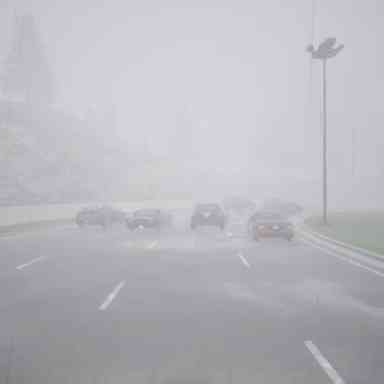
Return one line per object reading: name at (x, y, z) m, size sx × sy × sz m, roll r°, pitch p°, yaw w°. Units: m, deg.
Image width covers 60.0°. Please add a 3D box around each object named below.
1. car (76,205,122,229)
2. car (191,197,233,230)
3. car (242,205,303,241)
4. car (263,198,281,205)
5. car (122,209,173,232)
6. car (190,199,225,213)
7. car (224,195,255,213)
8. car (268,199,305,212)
car at (-5.977, 1.594, 22.474) m, size 2.128 × 1.511 × 4.902 m, roll 0°, pitch 0°, yaw 10°
car at (1.326, 1.453, 22.212) m, size 2.097 × 1.767 × 4.553 m, roll 0°, pitch 0°, yaw 11°
car at (3.912, 1.626, 17.122) m, size 2.033 × 1.411 × 5.357 m, roll 0°, pitch 0°, yaw 5°
car at (10.388, 1.536, 40.374) m, size 2.097 × 1.767 × 4.553 m, roll 0°, pitch 0°, yaw 39°
car at (-2.525, 1.697, 21.125) m, size 1.895 × 1.301 × 4.718 m, roll 0°, pitch 0°, yaw 9°
car at (2.019, 1.680, 41.396) m, size 2.128 × 1.511 × 4.902 m, roll 0°, pitch 0°, yaw 34°
car at (5.651, 1.404, 40.170) m, size 2.150 × 2.045 × 5.566 m, roll -1°, pitch -1°, yaw 36°
car at (10.089, 1.705, 34.536) m, size 2.033 × 1.411 × 5.357 m, roll 0°, pitch 0°, yaw 34°
